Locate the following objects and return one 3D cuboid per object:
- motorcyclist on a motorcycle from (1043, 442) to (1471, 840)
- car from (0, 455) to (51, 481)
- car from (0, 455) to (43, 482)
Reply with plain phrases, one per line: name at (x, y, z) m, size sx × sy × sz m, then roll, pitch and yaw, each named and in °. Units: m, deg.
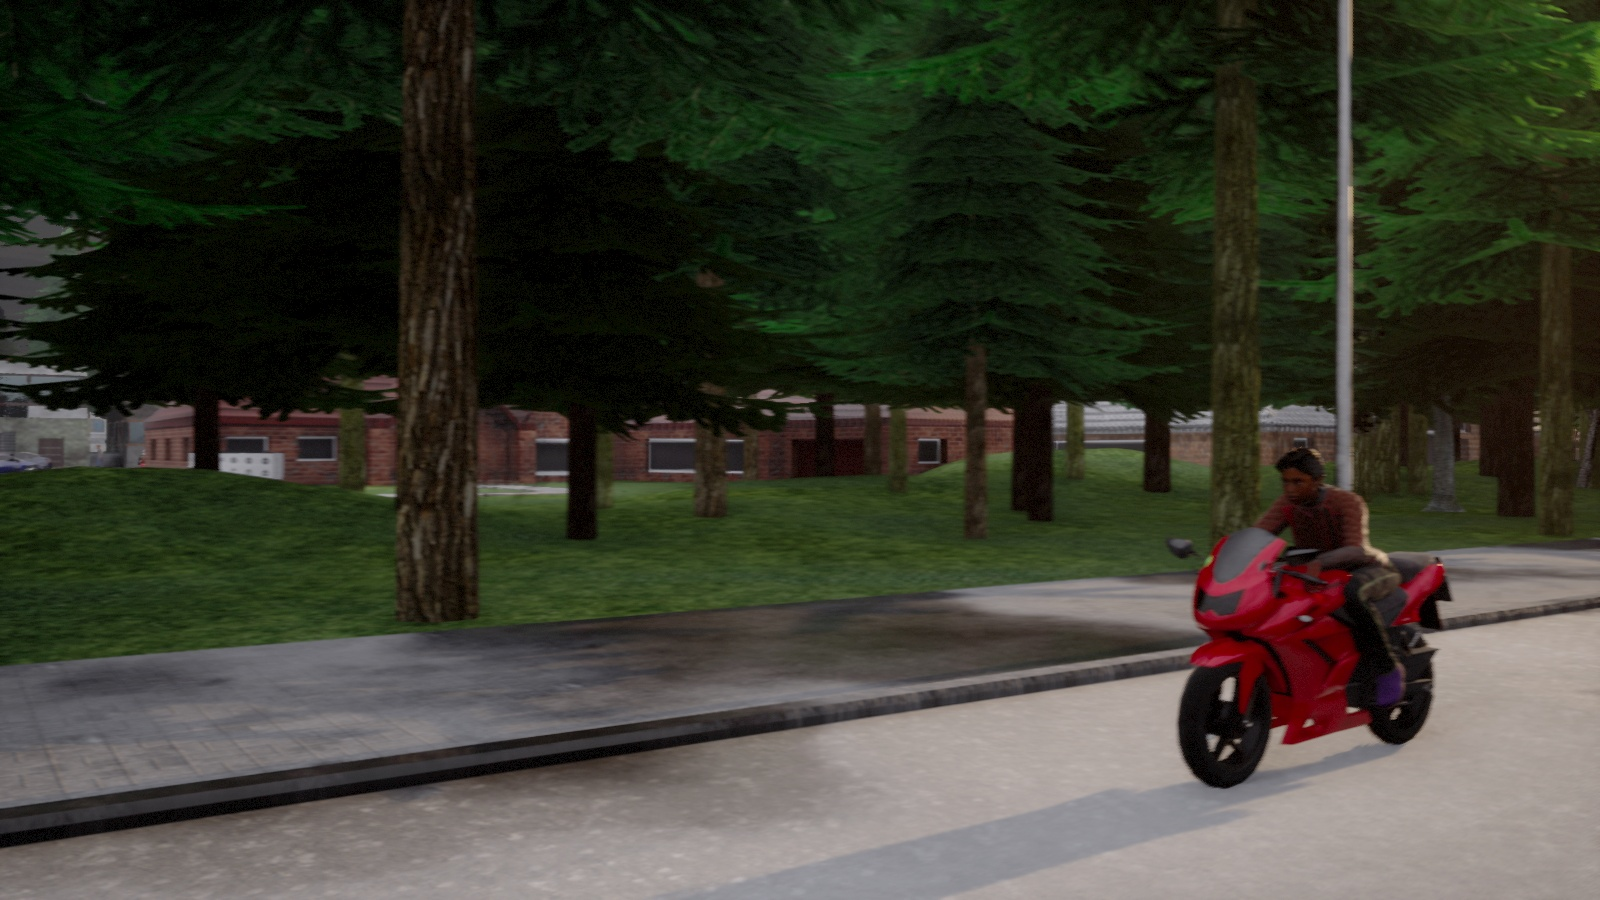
motorcyclist on a motorcycle at (2.140, 0.736, 5.757) m, size 2.044 × 1.523 × 0.797 m, roll -1°, pitch 0°, yaw -35°
car at (-46.044, 1.020, 72.340) m, size 4.792 × 1.488 × 2.163 m, roll 0°, pitch 0°, yaw -35°
car at (-44.277, 1.007, 68.696) m, size 4.792 × 1.488 × 2.163 m, roll 0°, pitch 0°, yaw -35°
